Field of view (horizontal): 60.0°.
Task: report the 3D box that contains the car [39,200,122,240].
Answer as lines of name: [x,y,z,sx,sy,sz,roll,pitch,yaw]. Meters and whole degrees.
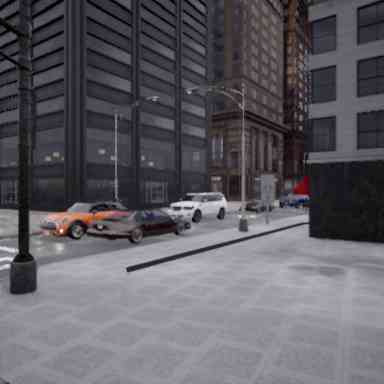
car: [-5.141,1.237,16.572,2.097,1.767,4.553,0,0,35]

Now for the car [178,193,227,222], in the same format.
car: [0.539,1.070,24.552,2.150,2.045,5.566,0,0,36]

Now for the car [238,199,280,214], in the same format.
car: [6.521,1.358,32.962,2.033,1.411,5.357,0,0,35]

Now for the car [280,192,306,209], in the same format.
car: [12.777,0.991,41.686,2.150,2.045,5.566,0,0,35]

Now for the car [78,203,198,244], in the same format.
car: [-2.224,1.434,15.324,2.033,1.411,5.357,0,0,35]

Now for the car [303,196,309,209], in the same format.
car: [15.290,1.338,39.864,1.994,1.385,4.181,0,0,36]
